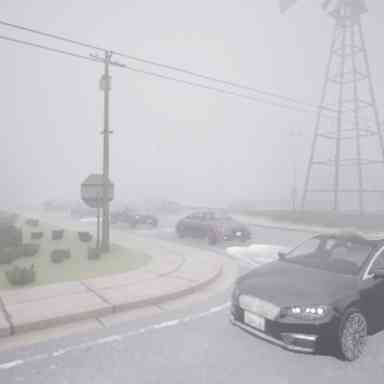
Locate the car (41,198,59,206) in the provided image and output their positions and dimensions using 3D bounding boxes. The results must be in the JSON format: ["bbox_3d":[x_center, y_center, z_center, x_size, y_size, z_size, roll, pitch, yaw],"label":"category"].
[{"bbox_3d":[-23.957,1.659,56.065,1.994,1.385,4.181,1,0,-37],"label":"car"}]

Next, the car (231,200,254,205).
[{"bbox_3d":[6.590,1.744,43.942,3.905,1.438,1.784,1,0,-36],"label":"car"}]

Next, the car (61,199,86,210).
[{"bbox_3d":[-16.358,1.658,45.799,1.994,1.385,4.181,1,-1,-36],"label":"car"}]

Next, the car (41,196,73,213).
[{"bbox_3d":[-15.994,1.548,39.132,1.882,1.535,5.008,1,0,-36],"label":"car"}]

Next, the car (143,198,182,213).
[{"bbox_3d":[-3.089,1.636,35.384,4.193,1.474,1.816,1,0,-36],"label":"car"}]

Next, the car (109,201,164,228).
[{"bbox_3d":[-4.090,1.598,23.033,1.812,1.442,4.674,1,0,-36],"label":"car"}]

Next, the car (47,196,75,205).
[{"bbox_3d":[-25.797,1.604,65.470,4.611,1.667,2.242,1,0,-36],"label":"car"}]

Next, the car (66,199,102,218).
[{"bbox_3d":[-9.809,1.635,30.759,1.994,1.385,4.181,1,0,-35],"label":"car"}]

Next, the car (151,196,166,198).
[{"bbox_3d":[-6.824,1.531,61.981,4.605,1.855,1.932,1,0,-36],"label":"car"}]

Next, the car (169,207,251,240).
[{"bbox_3d":[0.925,1.636,16.041,1.994,1.385,4.181,0,0,-34],"label":"car"}]

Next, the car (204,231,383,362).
[{"bbox_3d":[2.857,1.533,6.031,4.902,1.511,2.128,1,0,-35],"label":"car"}]
